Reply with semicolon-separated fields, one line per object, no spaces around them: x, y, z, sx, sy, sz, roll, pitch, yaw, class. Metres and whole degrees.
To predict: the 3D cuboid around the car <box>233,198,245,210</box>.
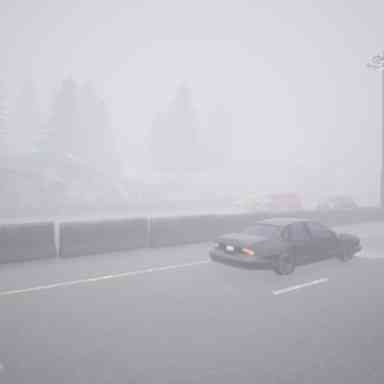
6.967;1.263;39.063;5.008;1.535;1.882;-1;1;-35;car

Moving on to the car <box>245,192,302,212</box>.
7.979;1.053;31.191;5.566;2.045;2.150;-1;1;-35;car

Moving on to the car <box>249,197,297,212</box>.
8.813;1.336;36.085;5.357;1.411;2.033;-1;1;-35;car

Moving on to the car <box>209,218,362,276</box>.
3.046;1.515;10.222;5.357;1.411;2.033;0;0;-36;car

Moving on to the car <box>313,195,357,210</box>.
13.190;1.136;30.606;4.553;1.767;2.097;-1;1;-35;car
